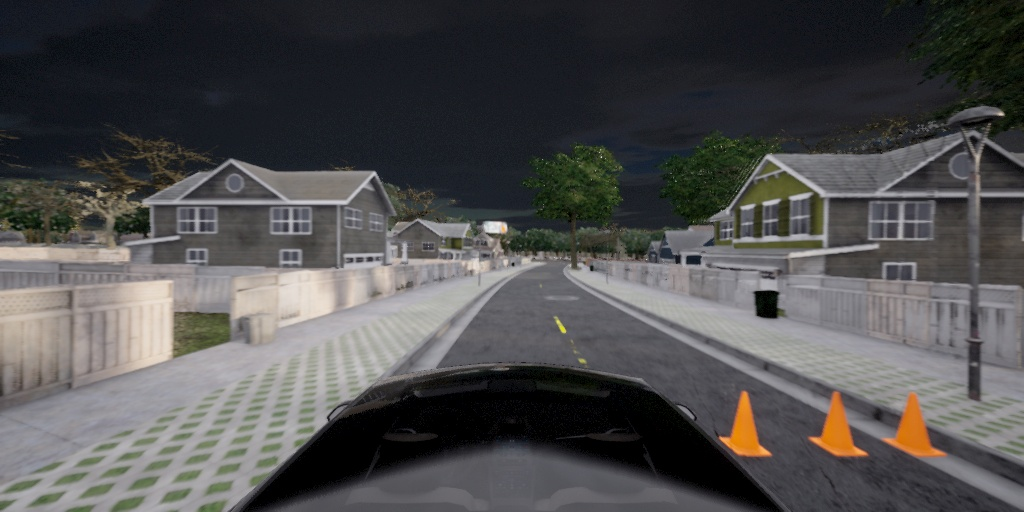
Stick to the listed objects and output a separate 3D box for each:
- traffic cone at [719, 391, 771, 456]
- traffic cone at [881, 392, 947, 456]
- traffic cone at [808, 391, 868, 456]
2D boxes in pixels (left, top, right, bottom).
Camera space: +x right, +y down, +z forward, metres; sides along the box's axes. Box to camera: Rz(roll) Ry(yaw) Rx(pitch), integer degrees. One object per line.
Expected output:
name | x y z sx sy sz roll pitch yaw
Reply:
traffic cone | 2.469 1.741 3.813 0.340 0.580 0.340 0 0 -1
traffic cone | 4.281 1.757 3.832 0.340 0.580 0.340 0 0 -2
traffic cone | 3.468 1.750 3.830 0.340 0.580 0.340 0 0 -1
